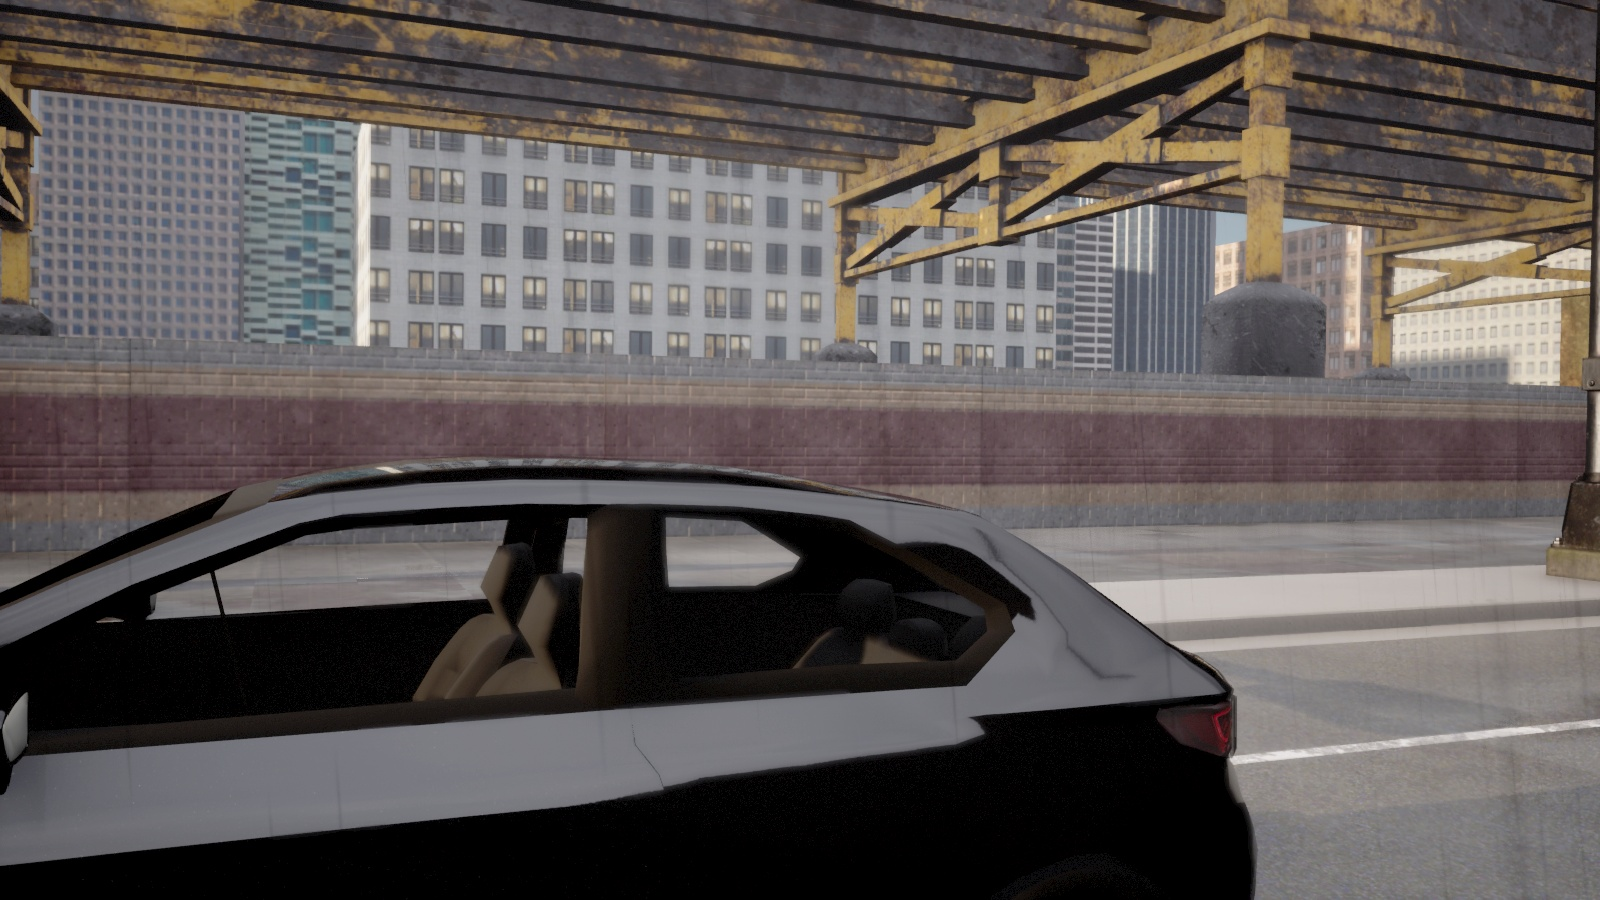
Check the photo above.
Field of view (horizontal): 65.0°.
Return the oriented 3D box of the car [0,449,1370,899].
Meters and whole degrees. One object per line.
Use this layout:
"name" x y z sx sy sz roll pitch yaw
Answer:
"car" -1.042 0.777 2.843 4.193 1.474 1.816 -1 1 -21
